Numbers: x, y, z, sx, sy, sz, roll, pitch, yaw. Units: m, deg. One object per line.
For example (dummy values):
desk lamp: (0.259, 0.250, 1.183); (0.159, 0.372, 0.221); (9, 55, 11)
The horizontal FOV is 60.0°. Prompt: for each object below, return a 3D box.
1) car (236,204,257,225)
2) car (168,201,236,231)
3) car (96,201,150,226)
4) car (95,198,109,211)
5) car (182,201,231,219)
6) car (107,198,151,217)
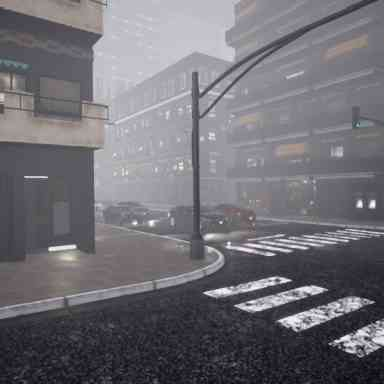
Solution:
car: (2.432, 1.516, 23.233); (1.812, 1.442, 4.674); (-1, 1, -36)
car: (0.258, 1.534, 21.201); (1.837, 1.490, 4.892); (-1, 1, -36)
car: (-5.191, 1.632, 24.519); (1.947, 1.339, 4.313); (-1, 1, -36)
car: (-11.356, 1.568, 37.237); (1.812, 1.442, 4.674); (-1, 1, -36)
car: (1.189, 1.512, 29.144); (2.008, 1.369, 4.403); (-1, 1, -36)
car: (-5.309, 1.540, 28.879); (1.837, 1.490, 4.892); (-1, 1, -36)
